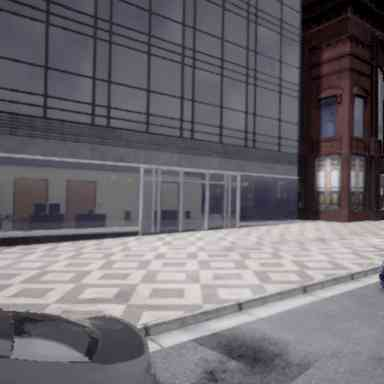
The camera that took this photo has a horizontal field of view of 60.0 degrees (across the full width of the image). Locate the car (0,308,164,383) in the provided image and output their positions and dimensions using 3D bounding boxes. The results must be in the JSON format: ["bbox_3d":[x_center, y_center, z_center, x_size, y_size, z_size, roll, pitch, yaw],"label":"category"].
[{"bbox_3d":[-2.322,1.521,1.715,4.674,1.442,1.812,1,0,-35],"label":"car"}]

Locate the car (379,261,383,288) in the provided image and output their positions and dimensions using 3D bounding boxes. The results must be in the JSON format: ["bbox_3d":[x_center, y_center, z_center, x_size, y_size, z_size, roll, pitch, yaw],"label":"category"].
[{"bbox_3d":[6.316,1.573,7.877,4.674,1.442,1.812,0,0,-35],"label":"car"}]
